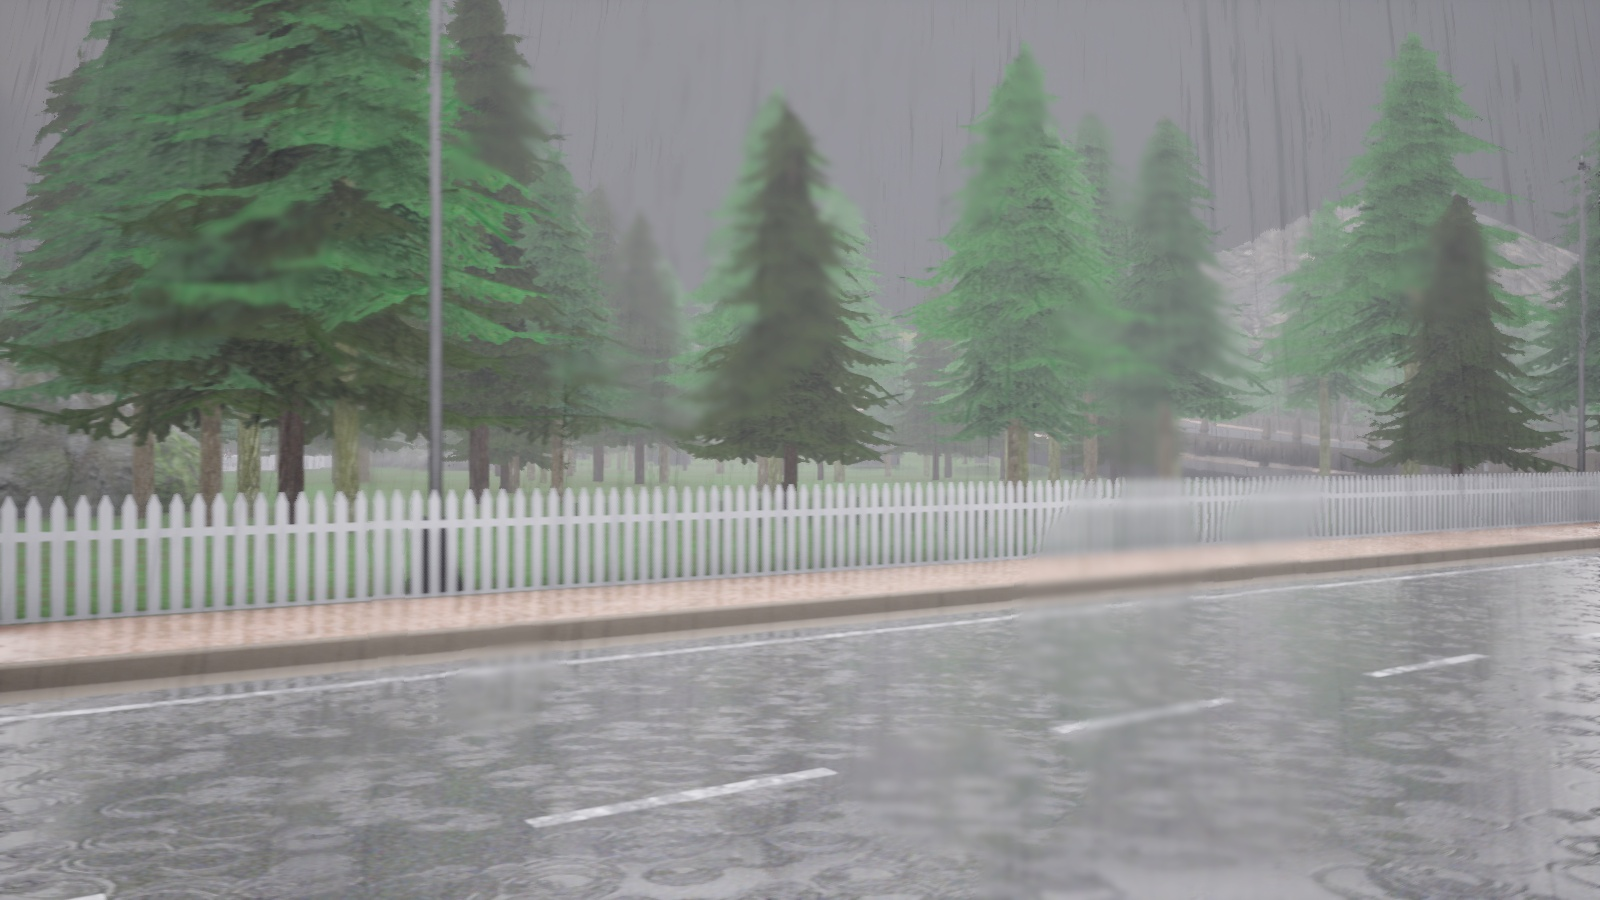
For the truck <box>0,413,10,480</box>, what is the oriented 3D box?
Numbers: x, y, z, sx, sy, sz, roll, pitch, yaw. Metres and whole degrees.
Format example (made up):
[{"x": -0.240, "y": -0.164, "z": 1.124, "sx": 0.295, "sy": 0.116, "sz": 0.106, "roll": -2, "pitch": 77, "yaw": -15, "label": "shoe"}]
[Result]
[{"x": -49.340, "y": -0.199, "z": 70.125, "sx": 2.891, "sy": 3.827, "sz": 8.468, "roll": 0, "pitch": 0, "yaw": 32, "label": "truck"}]
